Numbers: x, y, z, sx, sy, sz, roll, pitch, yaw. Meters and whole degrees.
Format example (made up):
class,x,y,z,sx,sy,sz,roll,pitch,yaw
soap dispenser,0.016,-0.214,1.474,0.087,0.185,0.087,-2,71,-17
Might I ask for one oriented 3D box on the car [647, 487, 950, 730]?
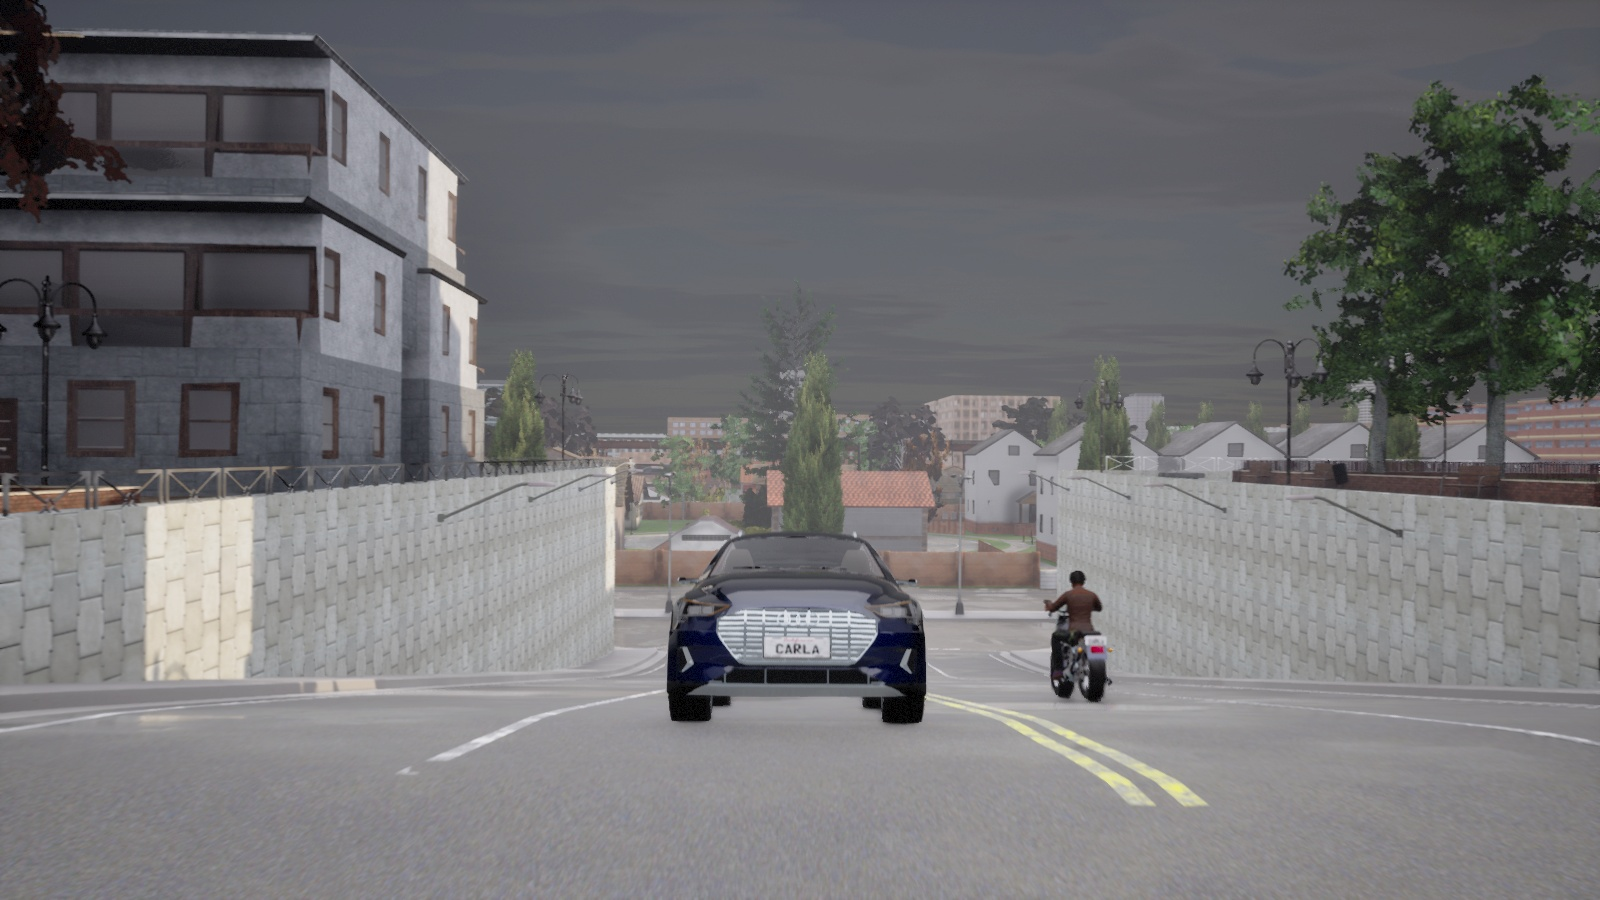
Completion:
class,x,y,z,sx,sy,sz,roll,pitch,yaw
car,-0.014,1.470,10.960,2.033,1.649,4.856,0,-10,0

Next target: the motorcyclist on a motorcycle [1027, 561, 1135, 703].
class,x,y,z,sx,sy,sz,roll,pitch,yaw
motorcyclist on a motorcycle,3.485,2.318,15.839,0.766,1.649,2.350,0,-10,0
